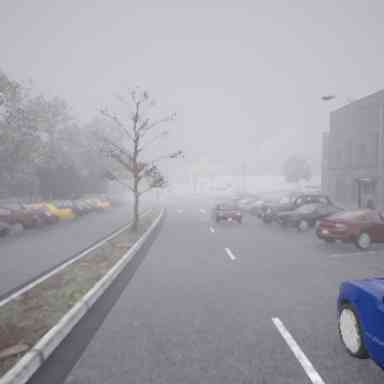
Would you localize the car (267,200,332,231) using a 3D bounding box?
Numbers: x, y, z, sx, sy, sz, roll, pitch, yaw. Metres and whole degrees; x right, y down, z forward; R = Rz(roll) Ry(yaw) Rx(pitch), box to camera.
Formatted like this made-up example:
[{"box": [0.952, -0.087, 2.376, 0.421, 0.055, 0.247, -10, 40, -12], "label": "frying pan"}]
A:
[{"box": [7.428, 1.464, 20.183, 5.008, 1.535, 2.097, 1, 0, -22], "label": "car"}]

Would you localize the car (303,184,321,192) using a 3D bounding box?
[{"box": [23.283, -0.427, 62.895, 2.435, 2.045, 5.566, -7, 4, -30], "label": "car"}]

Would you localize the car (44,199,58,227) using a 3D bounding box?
[{"box": [-10.903, 1.379, 20.545, 4.553, 1.767, 2.185, -1, 0, -22], "label": "car"}]

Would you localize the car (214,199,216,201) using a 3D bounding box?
[{"box": [5.551, 1.438, 47.237, 5.366, 1.575, 1.946, 1, 0, -25], "label": "car"}]

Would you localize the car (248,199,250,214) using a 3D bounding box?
[{"box": [7.165, 1.499, 26.225, 4.674, 1.452, 2.002, 1, 0, -23], "label": "car"}]

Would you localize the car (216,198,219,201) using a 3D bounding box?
[{"box": [6.011, 1.320, 44.319, 4.553, 1.767, 2.185, 1, 0, -25], "label": "car"}]

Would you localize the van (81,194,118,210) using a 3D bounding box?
[{"box": [-12.288, 1.274, 44.243, 4.442, 1.987, 1.878, -1, 0, -25], "label": "van"}]

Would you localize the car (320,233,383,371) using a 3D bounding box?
[{"box": [3.077, 1.475, 2.932, 1.882, 1.535, 5.008, 0, 0, 0], "label": "car"}]

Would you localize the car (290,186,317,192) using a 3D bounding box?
[{"box": [20.333, 0.153, 62.395, 2.002, 1.452, 4.674, -7, 4, -30], "label": "car"}]

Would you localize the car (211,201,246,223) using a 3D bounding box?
[{"box": [2.518, 1.585, 25.299, 1.895, 1.301, 4.718, 0, 0, -3], "label": "car"}]

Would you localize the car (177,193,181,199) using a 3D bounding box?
[{"box": [-0.343, 1.362, 93.768, 5.566, 2.045, 2.435, 1, 0, -30], "label": "car"}]

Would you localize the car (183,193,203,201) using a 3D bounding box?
[{"box": [0.694, 1.500, 87.844, 4.553, 1.767, 2.185, 0, 0, -30], "label": "car"}]

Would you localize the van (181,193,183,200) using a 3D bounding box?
[{"box": [0.112, 1.393, 90.764, 4.442, 1.987, 1.878, 0, 0, -30], "label": "van"}]

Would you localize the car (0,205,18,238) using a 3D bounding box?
[{"box": [-10.638, 1.534, 14.650, 4.792, 1.488, 2.163, -1, 0, -21], "label": "car"}]

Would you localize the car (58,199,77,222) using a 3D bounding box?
[{"box": [-11.169, 1.503, 23.438, 5.366, 1.575, 1.946, -1, 0, -22], "label": "car"}]

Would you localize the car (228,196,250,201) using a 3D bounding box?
[{"box": [6.650, 1.492, 35.273, 4.674, 1.452, 2.002, 1, 0, -24], "label": "car"}]

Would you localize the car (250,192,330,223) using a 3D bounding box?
[{"box": [7.283, 1.210, 23.188, 5.566, 2.045, 2.435, 1, 0, -23], "label": "car"}]

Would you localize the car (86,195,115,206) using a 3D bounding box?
[{"box": [-12.074, 1.502, 38.213, 5.366, 1.575, 1.946, -1, 0, -24], "label": "car"}]

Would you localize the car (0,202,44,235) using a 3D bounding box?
[{"box": [-10.753, 1.504, 17.593, 5.008, 1.535, 2.097, -1, 0, -22], "label": "car"}]

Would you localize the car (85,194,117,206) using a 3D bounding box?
[{"box": [-12.109, 1.376, 41.254, 4.553, 1.767, 2.185, -1, 0, -24], "label": "car"}]

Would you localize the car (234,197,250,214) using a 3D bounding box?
[{"box": [6.846, 1.495, 32.254, 4.674, 1.452, 2.002, 1, 0, -24], "label": "car"}]

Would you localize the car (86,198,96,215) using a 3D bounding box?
[{"box": [-11.304, 1.543, 29.426, 4.674, 1.452, 2.002, -1, 0, -23], "label": "car"}]

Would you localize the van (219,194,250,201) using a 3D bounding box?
[{"box": [6.122, 1.221, 41.246, 4.442, 1.987, 1.878, 1, 0, -25], "label": "van"}]

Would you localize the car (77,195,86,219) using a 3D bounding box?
[{"box": [-11.117, 1.377, 26.479, 4.553, 1.767, 2.185, -1, 0, -23], "label": "car"}]

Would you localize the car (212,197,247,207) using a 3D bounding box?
[{"box": [5.624, 1.477, 50.297, 4.792, 1.488, 2.163, 1, 0, -26], "label": "car"}]

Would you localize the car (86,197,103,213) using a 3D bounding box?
[{"box": [-11.488, 1.543, 32.381, 4.674, 1.452, 2.002, -1, 0, -23], "label": "car"}]

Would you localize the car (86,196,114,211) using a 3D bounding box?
[{"box": [-11.523, 1.496, 35.416, 5.366, 1.575, 1.946, -1, 0, -24], "label": "car"}]

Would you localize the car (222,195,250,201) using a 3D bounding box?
[{"box": [6.455, 1.451, 38.285, 4.892, 1.521, 2.231, 1, 0, -24], "label": "car"}]

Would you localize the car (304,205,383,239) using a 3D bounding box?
[{"box": [7.596, 1.469, 14.148, 5.008, 1.535, 2.097, 1, 0, -22], "label": "car"}]
